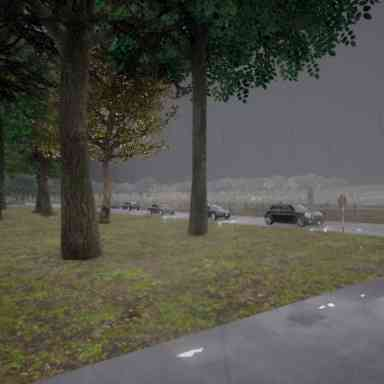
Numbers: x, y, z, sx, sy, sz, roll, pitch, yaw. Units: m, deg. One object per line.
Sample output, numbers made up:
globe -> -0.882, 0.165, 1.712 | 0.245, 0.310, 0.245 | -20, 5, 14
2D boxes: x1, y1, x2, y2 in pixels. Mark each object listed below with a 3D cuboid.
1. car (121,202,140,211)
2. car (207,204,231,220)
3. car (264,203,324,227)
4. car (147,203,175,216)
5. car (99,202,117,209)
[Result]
car -> -10.638, 2.420, 57.146 | 1.837, 1.490, 4.892 | -1, 0, -35
car -> 1.953, 2.015, 34.069 | 1.837, 1.490, 4.892 | -1, 0, -35
car -> 7.820, 1.674, 25.698 | 2.097, 1.767, 4.553 | -1, 0, -35
car -> -3.994, 2.200, 42.564 | 1.837, 1.490, 4.892 | -1, 0, -35
car -> -16.586, 2.638, 65.620 | 2.033, 1.411, 5.357 | -1, 0, -35
